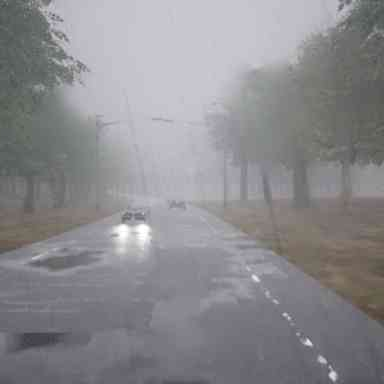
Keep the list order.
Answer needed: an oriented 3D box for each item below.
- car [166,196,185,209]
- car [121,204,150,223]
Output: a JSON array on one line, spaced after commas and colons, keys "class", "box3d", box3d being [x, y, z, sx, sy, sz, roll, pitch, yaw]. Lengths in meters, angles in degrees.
[{"class": "car", "box3d": [-2.086, 1.379, 45.170, 2.097, 1.767, 4.553, 0, 0, -5]}, {"class": "car", "box3d": [-4.374, 1.642, 26.234, 1.895, 1.301, 4.718, 0, 0, -3]}]
